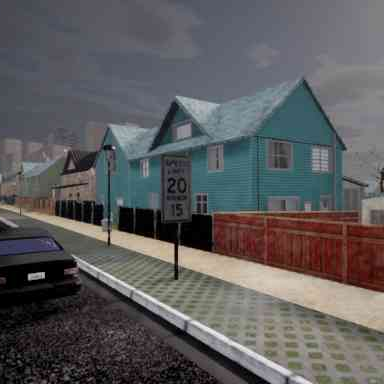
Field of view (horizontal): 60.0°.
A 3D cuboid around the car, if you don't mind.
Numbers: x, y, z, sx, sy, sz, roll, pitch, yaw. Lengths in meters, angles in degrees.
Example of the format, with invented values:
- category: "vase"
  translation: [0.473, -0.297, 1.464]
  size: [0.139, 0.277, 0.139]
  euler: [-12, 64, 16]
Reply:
- category: "car"
  translation: [-4.239, 1.551, 7.983]
  size: [2.033, 1.411, 5.357]
  euler: [0, 0, -36]
